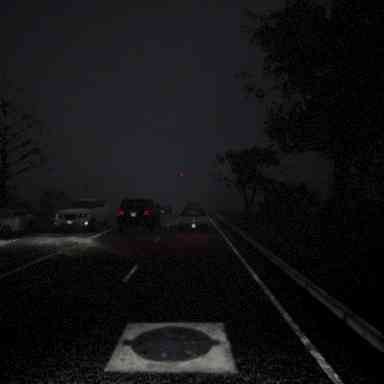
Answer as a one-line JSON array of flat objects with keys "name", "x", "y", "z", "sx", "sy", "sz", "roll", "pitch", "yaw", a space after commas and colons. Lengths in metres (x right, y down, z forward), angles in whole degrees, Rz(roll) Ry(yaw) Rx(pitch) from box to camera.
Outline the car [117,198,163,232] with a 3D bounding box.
[{"name": "car", "x": -3.401, "y": 1.415, "z": 21.926, "sx": 2.150, "sy": 2.045, "sz": 5.566, "roll": 0, "pitch": 0, "yaw": 0}]

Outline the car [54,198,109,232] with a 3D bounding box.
[{"name": "car", "x": -7.090, "y": 1.413, "z": 22.048, "sx": 2.150, "sy": 2.045, "sz": 5.566, "roll": 0, "pitch": 0, "yaw": 0}]

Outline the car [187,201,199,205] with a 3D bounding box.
[{"name": "car", "x": 0.096, "y": 1.896, "z": 40.185, "sx": 1.837, "sy": 1.490, "sz": 4.892, "roll": 0, "pitch": -1, "yaw": 0}]

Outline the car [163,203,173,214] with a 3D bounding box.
[{"name": "car", "x": -3.404, "y": 2.003, "z": 40.656, "sx": 1.895, "sy": 1.301, "sz": 4.718, "roll": 0, "pitch": -1, "yaw": 0}]

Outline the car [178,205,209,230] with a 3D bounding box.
[{"name": "car", "x": 0.098, "y": 1.797, "z": 22.483, "sx": 1.895, "sy": 1.301, "sz": 4.718, "roll": 0, "pitch": 0, "yaw": 0}]

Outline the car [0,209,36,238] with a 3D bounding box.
[{"name": "car", "x": -10.595, "y": 1.691, "z": 18.922, "sx": 1.812, "sy": 1.442, "sz": 4.674, "roll": 0, "pitch": 0, "yaw": 0}]
